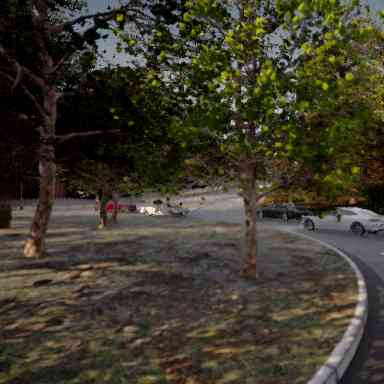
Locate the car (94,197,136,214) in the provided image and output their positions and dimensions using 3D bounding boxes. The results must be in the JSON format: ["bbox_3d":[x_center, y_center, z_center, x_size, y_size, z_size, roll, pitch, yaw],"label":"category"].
[{"bbox_3d":[-8.586,1.443,37.278,4.553,1.767,2.097,1,1,11],"label":"car"}]

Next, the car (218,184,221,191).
[{"bbox_3d":[6.022,-0.938,82.750,2.435,2.045,5.566,0,3,25],"label":"car"}]

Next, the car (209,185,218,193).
[{"bbox_3d":[3.616,-0.355,77.489,1.946,1.575,5.366,0,3,25],"label":"car"}]

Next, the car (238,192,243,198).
[{"bbox_3d":[10.094,0.306,63.164,1.837,1.490,4.892,0,3,23],"label":"car"}]

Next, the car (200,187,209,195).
[{"bbox_3d":[1.323,-0.035,72.473,1.946,1.575,5.366,0,3,25],"label":"car"}]

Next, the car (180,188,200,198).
[{"bbox_3d":[-0.978,0.287,67.462,1.946,1.575,5.366,0,3,25],"label":"car"}]

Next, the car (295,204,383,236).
[{"bbox_3d":[8.472,1.568,18.732,1.812,1.442,4.674,0,0,-37],"label":"car"}]

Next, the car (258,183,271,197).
[{"bbox_3d":[13.972,-0.125,64.012,2.150,2.045,5.566,0,3,24],"label":"car"}]

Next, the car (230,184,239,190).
[{"bbox_3d":[10.608,-1.297,92.797,2.163,1.488,4.792,0,3,25],"label":"car"}]

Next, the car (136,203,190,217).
[{"bbox_3d":[-2.707,1.694,32.158,4.718,1.301,1.895,0,0,30],"label":"car"}]

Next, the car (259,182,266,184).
[{"bbox_3d":[18.474,-1.002,81.800,1.994,1.385,4.181,0,3,25],"label":"car"}]

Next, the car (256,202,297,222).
[{"bbox_3d":[7.295,1.572,27.226,1.837,1.490,4.892,0,0,-28],"label":"car"}]
